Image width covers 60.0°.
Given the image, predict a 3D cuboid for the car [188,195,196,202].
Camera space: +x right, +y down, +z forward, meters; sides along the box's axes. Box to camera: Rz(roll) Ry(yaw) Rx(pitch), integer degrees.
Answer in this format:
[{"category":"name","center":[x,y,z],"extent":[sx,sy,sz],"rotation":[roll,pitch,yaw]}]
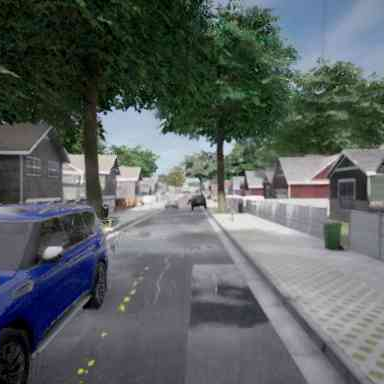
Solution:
[{"category":"car","center":[0.044,1.634,80.599],"extent":[1.882,1.535,5.008],"rotation":[0,0,0]}]

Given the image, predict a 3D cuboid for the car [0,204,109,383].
[{"category":"car","center":[-2.849,1.244,5.006],"extent":[2.150,2.045,5.566],"rotation":[0,0,0]}]

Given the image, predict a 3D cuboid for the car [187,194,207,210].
[{"category":"car","center":[0.900,1.336,45.666],"extent":[2.150,2.045,5.566],"rotation":[-5,0,0]}]

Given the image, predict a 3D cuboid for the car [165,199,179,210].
[{"category":"car","center":[-2.803,1.740,47.096],"extent":[2.033,1.411,5.357],"rotation":[0,0,0]}]
